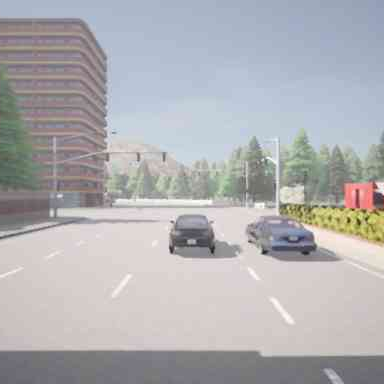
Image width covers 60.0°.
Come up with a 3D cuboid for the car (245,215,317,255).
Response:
[{"bbox_3d":[3.502,1.680,13.990,2.033,1.411,5.357,0,-1,0],"label":"car"}]

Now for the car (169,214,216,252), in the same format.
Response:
[{"bbox_3d":[0.005,1.662,14.372,1.812,1.442,4.674,0,0,0],"label":"car"}]

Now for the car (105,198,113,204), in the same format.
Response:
[{"bbox_3d":[-23.307,2.013,83.756,5.566,2.045,2.150,0,-1,34],"label":"car"}]

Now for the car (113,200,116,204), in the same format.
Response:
[{"bbox_3d":[-22.065,2.319,87.100,4.892,1.490,1.837,0,-1,34],"label":"car"}]
